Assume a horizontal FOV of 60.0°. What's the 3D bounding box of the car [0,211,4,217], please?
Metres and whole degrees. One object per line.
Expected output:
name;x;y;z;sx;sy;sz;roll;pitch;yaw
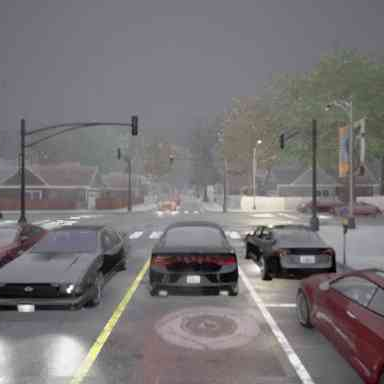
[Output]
car;-17.059;1.670;25.906;4.181;1.385;1.994;0;0;0

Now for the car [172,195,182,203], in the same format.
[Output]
car;-3.166;1.441;71.760;2.097;1.767;4.553;0;0;0

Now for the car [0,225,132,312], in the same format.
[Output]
car;-2.754;1.551;8.194;2.033;1.411;5.357;0;0;0

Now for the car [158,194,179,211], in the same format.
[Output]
car;-3.026;1.386;40.708;2.097;1.767;4.553;0;0;-2

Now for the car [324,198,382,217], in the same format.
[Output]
car;14.347;1.483;29.379;4.181;1.385;1.994;0;0;0

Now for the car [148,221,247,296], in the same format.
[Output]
car;0.053;1.482;8.692;1.882;1.535;5.008;0;0;1

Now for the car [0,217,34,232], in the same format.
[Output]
car;-5.395;1.586;9.633;1.802;1.307;4.206;0;0;0

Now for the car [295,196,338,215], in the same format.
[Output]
car;12.558;1.282;32.629;4.553;1.767;2.097;0;0;0

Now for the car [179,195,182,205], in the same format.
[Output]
car;-3.193;1.279;56.309;2.150;2.045;5.566;0;0;0

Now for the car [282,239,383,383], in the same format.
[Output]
car;2.637;1.584;4.125;1.802;1.307;4.206;0;0;0

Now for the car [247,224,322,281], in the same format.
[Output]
car;2.630;1.570;9.644;1.947;1.339;4.313;0;0;0
